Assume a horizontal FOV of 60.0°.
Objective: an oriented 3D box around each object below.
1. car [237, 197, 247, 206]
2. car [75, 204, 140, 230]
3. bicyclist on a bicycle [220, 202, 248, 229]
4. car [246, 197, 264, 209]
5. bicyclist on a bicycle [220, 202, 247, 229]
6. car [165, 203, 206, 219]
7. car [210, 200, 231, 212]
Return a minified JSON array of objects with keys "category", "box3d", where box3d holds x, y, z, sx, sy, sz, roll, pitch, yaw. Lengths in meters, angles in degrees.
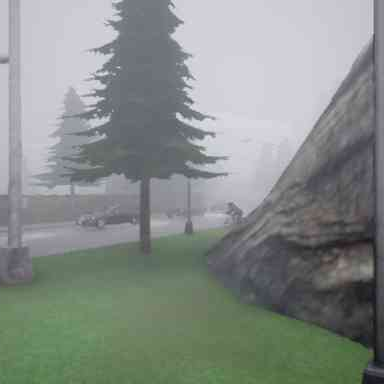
[{"category":"car","box3d":[9.337,1.638,56.685,2.033,1.411,5.357,0,0,-11]},{"category":"car","box3d":[-5.373,1.556,22.063,2.128,1.511,4.902,0,0,34]},{"category":"bicyclist on a bicycle","box3d":[2.694,1.490,21.256,1.656,1.620,0.582,-1,0,15]},{"category":"car","box3d":[8.972,1.634,46.650,1.994,1.385,4.181,0,0,10]},{"category":"bicyclist on a bicycle","box3d":[2.456,1.489,20.549,1.656,1.620,0.582,-1,0,34]},{"category":"car","box3d":[-0.484,1.667,29.988,1.895,1.301,4.718,0,0,28]},{"category":"car","box3d":[3.479,1.674,39.499,1.895,1.301,4.718,0,0,17]}]
